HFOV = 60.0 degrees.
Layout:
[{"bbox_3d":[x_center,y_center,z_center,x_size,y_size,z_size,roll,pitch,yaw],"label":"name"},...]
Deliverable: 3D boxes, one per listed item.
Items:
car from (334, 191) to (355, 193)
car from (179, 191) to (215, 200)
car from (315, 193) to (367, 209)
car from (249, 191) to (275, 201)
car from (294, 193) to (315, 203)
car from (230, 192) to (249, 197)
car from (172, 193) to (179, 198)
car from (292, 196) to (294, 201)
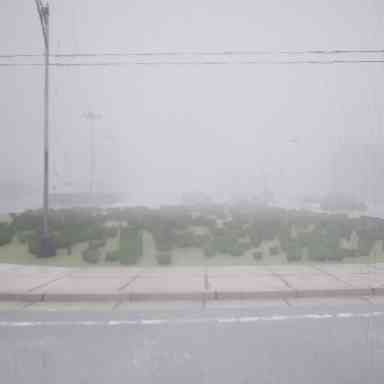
[{"bbox_3d":[21.809,0.842,48.540,2.150,2.045,5.566,1,1,-6],"label":"car"},{"bbox_3d":[0.913,0.724,47.028,4.605,1.855,1.932,1,1,-7],"label":"car"},{"bbox_3d":[15.892,1.206,34.881,4.611,1.667,2.242,1,1,-7],"label":"car"},{"bbox_3d":[12.712,0.707,58.873,3.866,1.878,1.905,1,1,-7],"label":"car"},{"bbox_3d":[17.968,1.104,50.334,2.033,1.411,5.357,1,1,-7],"label":"car"},{"bbox_3d":[10.374,0.709,72.164,4.193,1.474,1.816,1,1,-7],"label":"car"},{"bbox_3d":[-2.222,0.625,69.289,3.905,1.438,1.784,1,1,-7],"label":"car"},{"bbox_3d":[20.079,0.926,60.898,1.882,1.535,5.008,1,1,-8],"label":"car"}]
